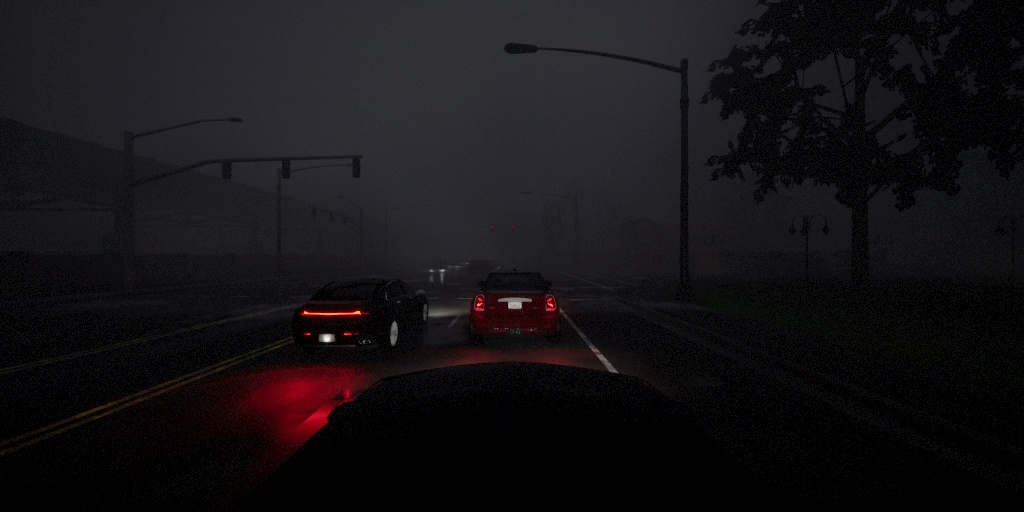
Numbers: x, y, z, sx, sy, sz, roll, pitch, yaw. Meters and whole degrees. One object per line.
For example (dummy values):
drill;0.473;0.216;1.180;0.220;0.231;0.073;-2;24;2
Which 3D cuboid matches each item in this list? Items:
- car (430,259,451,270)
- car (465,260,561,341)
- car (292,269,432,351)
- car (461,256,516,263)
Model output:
car;-10.621;1.173;52.310;1.837;1.490;4.892;0;1;0
car;0.075;1.102;9.990;2.097;1.767;4.553;0;0;0
car;-3.421;1.255;8.997;1.837;1.490;4.892;0;0;-1
car;-2.262;1.087;34.229;4.553;1.767;2.097;0;0;37
